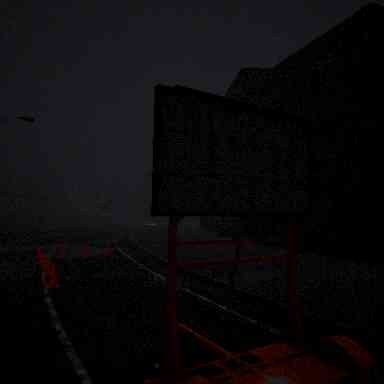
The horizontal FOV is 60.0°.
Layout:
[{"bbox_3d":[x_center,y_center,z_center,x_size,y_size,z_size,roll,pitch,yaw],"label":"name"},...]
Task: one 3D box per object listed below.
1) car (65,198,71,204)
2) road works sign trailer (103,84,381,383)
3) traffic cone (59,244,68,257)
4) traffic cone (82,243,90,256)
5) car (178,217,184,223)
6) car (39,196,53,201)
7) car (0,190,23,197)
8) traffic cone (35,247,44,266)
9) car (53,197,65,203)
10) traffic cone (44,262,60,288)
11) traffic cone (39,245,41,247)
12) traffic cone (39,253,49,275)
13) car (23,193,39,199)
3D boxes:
[{"bbox_3d":[-31.083,2.545,80.357,2.435,2.045,5.566,-1,-6,2],"label":"car"},{"bbox_3d":[0.469,0.697,4.082,2.380,3.560,2.880,3,-3,-33],"label":"road works sign trailer"},{"bbox_3d":[-5.887,2.669,15.249,0.340,0.580,0.340,2,-3,-28],"label":"traffic cone"},{"bbox_3d":[-5.006,2.698,15.718,0.340,0.580,0.340,2,-3,-28],"label":"traffic cone"},{"bbox_3d":[-3.177,6.825,79.977,1.837,1.490,4.892,-2,-5,13],"label":"car"},{"bbox_3d":[-31.678,1.568,69.167,2.231,1.521,4.892,-1,-6,5],"label":"car"},{"bbox_3d":[-32.721,0.473,58.332,2.163,1.488,4.792,-2,-6,7],"label":"car"},{"bbox_3d":[-5.829,2.553,13.019,0.340,0.580,0.340,2,-3,-28],"label":"traffic cone"},{"bbox_3d":[-31.329,2.045,74.773,2.185,1.767,4.553,-1,-6,3],"label":"car"},{"bbox_3d":[-3.949,2.389,9.491,0.340,0.580,0.340,2,-3,-28],"label":"traffic cone"},{"bbox_3d":[-6.768,2.641,14.782,0.340,0.580,0.340,2,-3,-28],"label":"traffic cone"},{"bbox_3d":[-4.889,2.469,11.255,0.340,0.580,0.340,2,-3,-28],"label":"traffic cone"},{"bbox_3d":[-32.136,1.048,63.790,2.002,1.452,4.674,-2,-6,6],"label":"car"}]
